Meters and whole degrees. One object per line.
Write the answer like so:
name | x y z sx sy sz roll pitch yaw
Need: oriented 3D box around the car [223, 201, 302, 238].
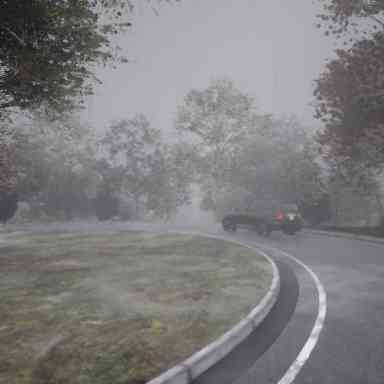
car | 4.092 1.556 20.301 2.150 2.045 5.566 1 -2 -28
